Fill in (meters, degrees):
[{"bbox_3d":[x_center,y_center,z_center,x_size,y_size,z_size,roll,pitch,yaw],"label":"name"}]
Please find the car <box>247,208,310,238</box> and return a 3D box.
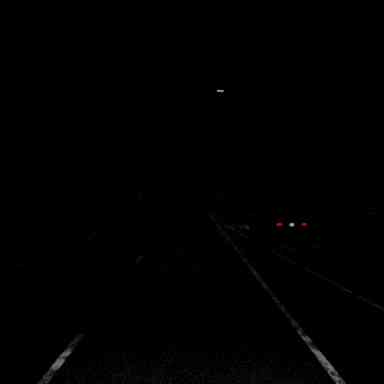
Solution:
[{"bbox_3d":[4.404,1.542,17.758,2.033,1.411,5.357,0,0,-4],"label":"car"}]
